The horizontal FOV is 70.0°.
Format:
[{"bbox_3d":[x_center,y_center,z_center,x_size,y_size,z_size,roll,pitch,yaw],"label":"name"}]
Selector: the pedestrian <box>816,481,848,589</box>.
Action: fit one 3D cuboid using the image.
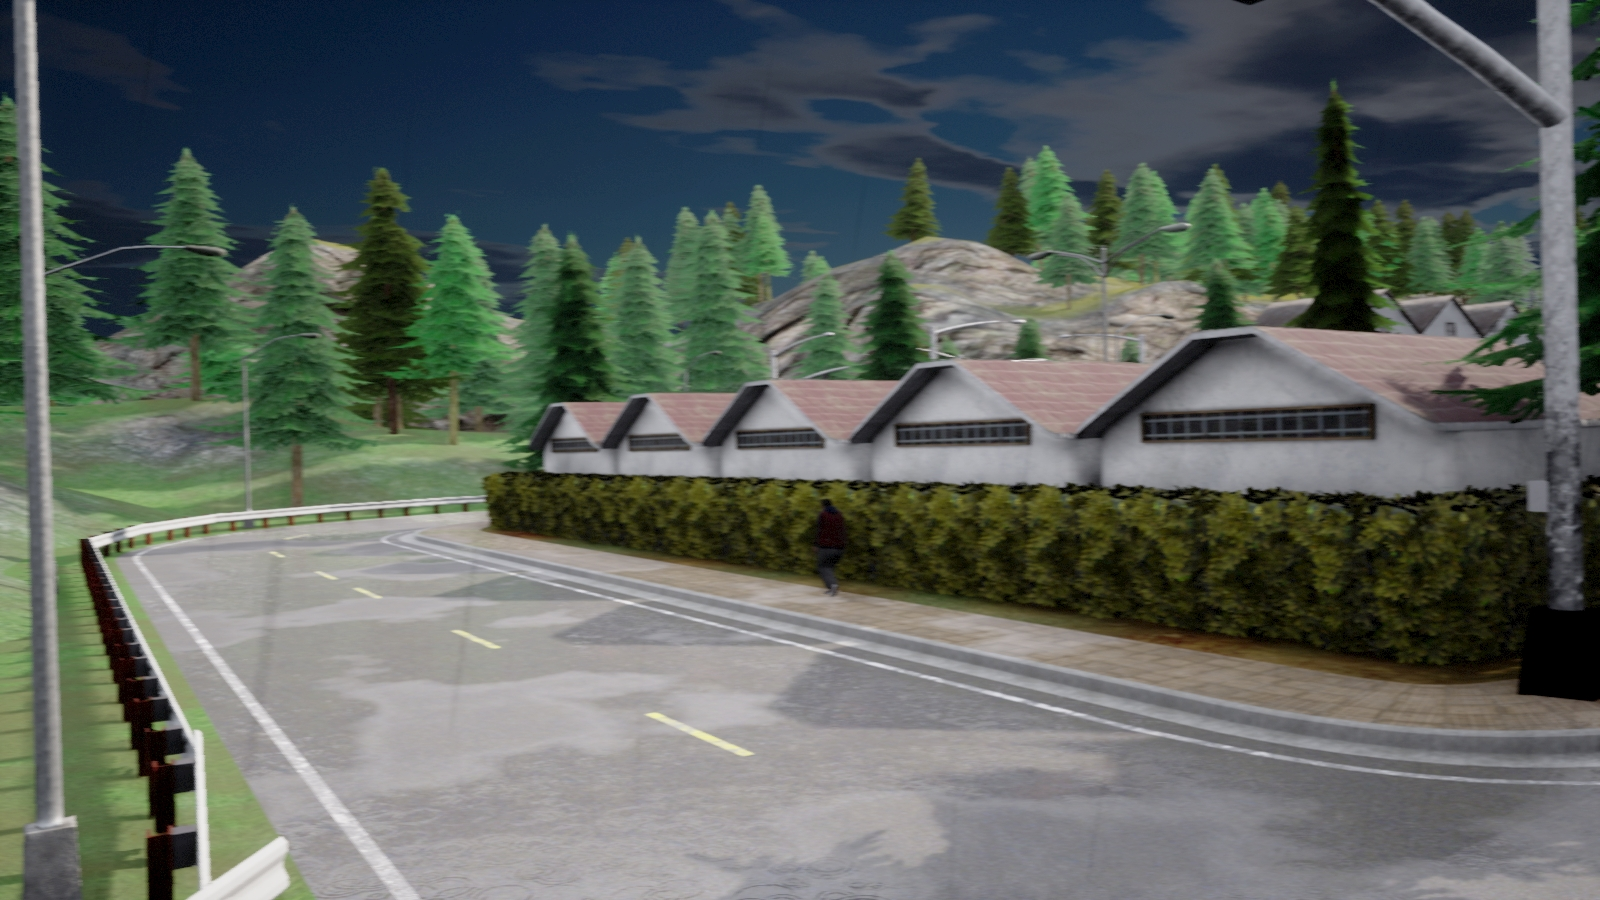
[{"bbox_3d":[0.562,1.496,20.177,0.375,1.860,0.375,-2,1,-33],"label":"pedestrian"}]
